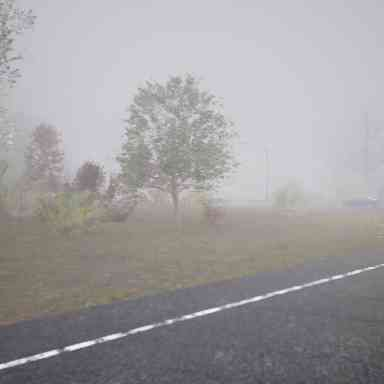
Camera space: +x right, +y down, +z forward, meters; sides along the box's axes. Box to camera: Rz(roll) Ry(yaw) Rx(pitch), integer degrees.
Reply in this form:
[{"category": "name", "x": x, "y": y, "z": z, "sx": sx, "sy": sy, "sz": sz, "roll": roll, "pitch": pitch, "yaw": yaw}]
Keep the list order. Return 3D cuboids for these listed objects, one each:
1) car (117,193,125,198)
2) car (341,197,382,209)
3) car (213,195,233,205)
[{"category": "car", "x": -19.881, "y": 1.039, "z": 92.819, "sx": 1.812, "sy": 1.442, "sz": 4.674, "roll": 0, "pitch": 0, "yaw": -31}, {"category": "car", "x": 22.321, "y": 1.342, "z": 44.031, "sx": 1.882, "sy": 1.535, "sz": 5.008, "roll": 0, "pitch": 0, "yaw": -37}, {"category": "car", "x": 4.797, "y": 1.314, "z": 55.535, "sx": 1.812, "sy": 1.442, "sz": 4.674, "roll": 0, "pitch": 0, "yaw": -37}]
